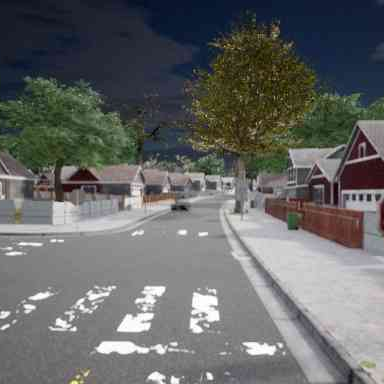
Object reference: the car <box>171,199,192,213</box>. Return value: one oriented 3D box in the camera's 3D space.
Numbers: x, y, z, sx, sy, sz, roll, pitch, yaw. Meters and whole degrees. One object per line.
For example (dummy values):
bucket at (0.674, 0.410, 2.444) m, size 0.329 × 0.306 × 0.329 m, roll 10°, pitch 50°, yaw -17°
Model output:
car at (-1.136, 1.476, 36.090) m, size 1.895 × 1.301 × 4.718 m, roll 0°, pitch 0°, yaw 5°
